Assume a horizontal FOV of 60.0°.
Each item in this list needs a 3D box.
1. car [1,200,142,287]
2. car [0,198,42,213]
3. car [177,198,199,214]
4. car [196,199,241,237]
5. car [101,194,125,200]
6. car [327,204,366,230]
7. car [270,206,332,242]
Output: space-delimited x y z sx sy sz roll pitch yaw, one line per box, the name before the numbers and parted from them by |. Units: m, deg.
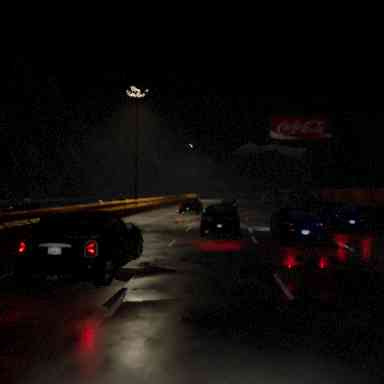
car | -2.815 1.282 9.314 2.097 1.767 4.553 0 0 4
car | -14.888 1.257 28.663 2.128 1.511 4.902 0 0 8
car | -0.093 1.315 32.201 1.812 1.442 4.674 0 0 7
car | 1.535 1.368 17.505 1.882 1.535 5.008 0 0 7
car | -9.696 1.056 40.560 2.097 1.767 4.553 0 0 8
car | 8.919 1.422 20.177 1.812 1.442 4.674 0 0 7
car | 4.852 1.438 15.731 1.812 1.442 4.674 0 0 7
